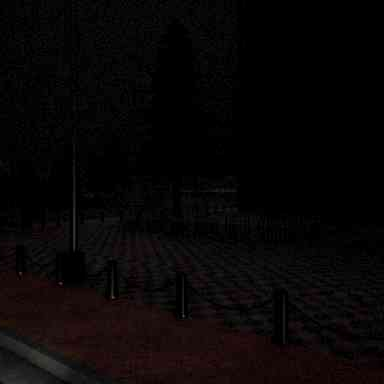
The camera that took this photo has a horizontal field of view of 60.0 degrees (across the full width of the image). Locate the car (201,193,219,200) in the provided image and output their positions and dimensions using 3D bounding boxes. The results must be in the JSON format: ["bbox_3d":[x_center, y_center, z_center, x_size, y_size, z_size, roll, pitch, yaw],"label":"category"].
[{"bbox_3d":[5.195,1.384,91.438,3.806,1.475,1.970,0,0,35],"label":"car"}]

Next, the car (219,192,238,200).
[{"bbox_3d":[9.553,1.374,84.733,3.633,1.501,1.845,0,0,35],"label":"car"}]
